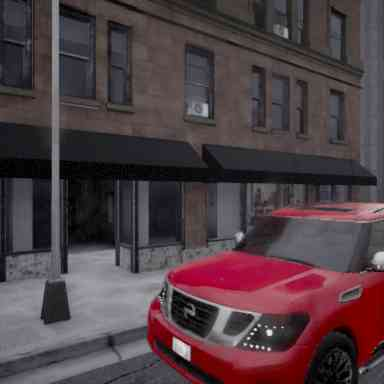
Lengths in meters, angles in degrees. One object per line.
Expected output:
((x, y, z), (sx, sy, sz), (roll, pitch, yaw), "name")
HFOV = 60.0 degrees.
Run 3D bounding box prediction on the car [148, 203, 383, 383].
((2.096, 1.221, 5.013), (5.566, 2.045, 2.150), (0, 0, -37), "car")
